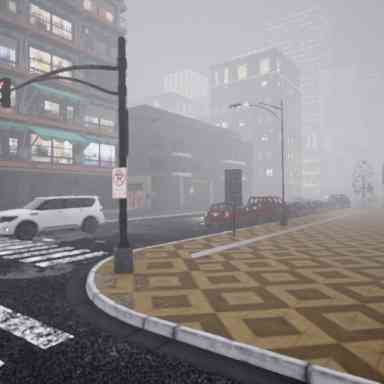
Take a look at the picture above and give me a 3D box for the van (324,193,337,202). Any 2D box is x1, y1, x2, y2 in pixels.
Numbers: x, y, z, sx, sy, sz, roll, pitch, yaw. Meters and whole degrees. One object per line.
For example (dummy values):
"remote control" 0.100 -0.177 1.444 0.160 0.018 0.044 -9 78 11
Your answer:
"van" 29.298 1.222 70.443 1.690 1.788 3.998 -1 0 36

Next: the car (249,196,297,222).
"car" 5.831 1.211 25.219 2.192 1.841 5.009 -1 0 36

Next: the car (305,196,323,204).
"car" 22.573 1.432 61.293 1.752 1.417 4.829 -1 0 36

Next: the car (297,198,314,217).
"car" 9.146 1.466 29.724 1.802 1.307 4.206 -1 0 36

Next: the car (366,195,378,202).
"car" 35.648 1.330 65.775 1.887 1.381 4.507 -1 0 36

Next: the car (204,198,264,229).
"car" 2.519 1.348 20.712 1.967 1.590 4.097 -1 0 36

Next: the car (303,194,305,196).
"car" 14.161 1.393 45.578 1.882 1.535 5.008 -1 -1 37

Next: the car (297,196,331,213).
"car" 12.459 1.417 34.231 1.887 1.381 4.507 -1 0 36

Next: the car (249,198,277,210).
"car" 9.322 1.481 43.267 1.752 1.417 4.829 -1 0 36

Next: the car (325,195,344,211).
"car" 15.772 1.411 38.737 2.008 1.369 4.403 -1 0 36

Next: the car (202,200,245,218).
"car" 2.943 1.520 30.423 1.994 1.385 4.181 -1 0 36

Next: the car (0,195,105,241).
"car" -7.162 1.215 17.069 2.150 2.045 5.566 -1 0 40

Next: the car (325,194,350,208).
"car" 19.082 1.163 43.244 2.192 1.841 5.009 -1 0 36
